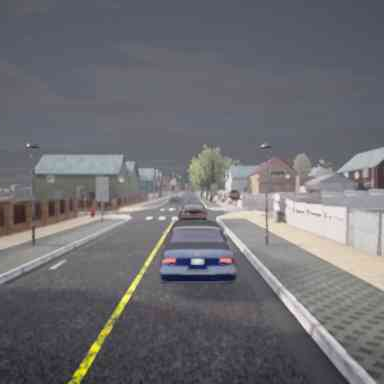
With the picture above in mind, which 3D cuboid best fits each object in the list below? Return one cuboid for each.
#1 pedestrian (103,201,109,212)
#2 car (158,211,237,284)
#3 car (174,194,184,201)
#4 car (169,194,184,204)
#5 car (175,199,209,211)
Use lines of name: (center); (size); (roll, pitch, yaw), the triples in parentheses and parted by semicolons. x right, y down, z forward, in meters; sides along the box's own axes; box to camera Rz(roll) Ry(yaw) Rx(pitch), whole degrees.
pedestrian: (-9.684, 1.285, 37.321); (0.375, 1.860, 0.375); (0, 1, 0)
car: (0.103, 1.505, 9.501); (2.033, 1.411, 5.357); (0, 0, 0)
car: (-2.736, 1.179, 70.804); (1.812, 1.442, 4.674); (0, 0, 0)
car: (-2.810, 1.283, 55.338); (2.033, 1.411, 5.357); (0, 0, 0)
car: (0.064, 1.409, 21.174); (1.837, 1.490, 4.892); (0, 0, -1)
